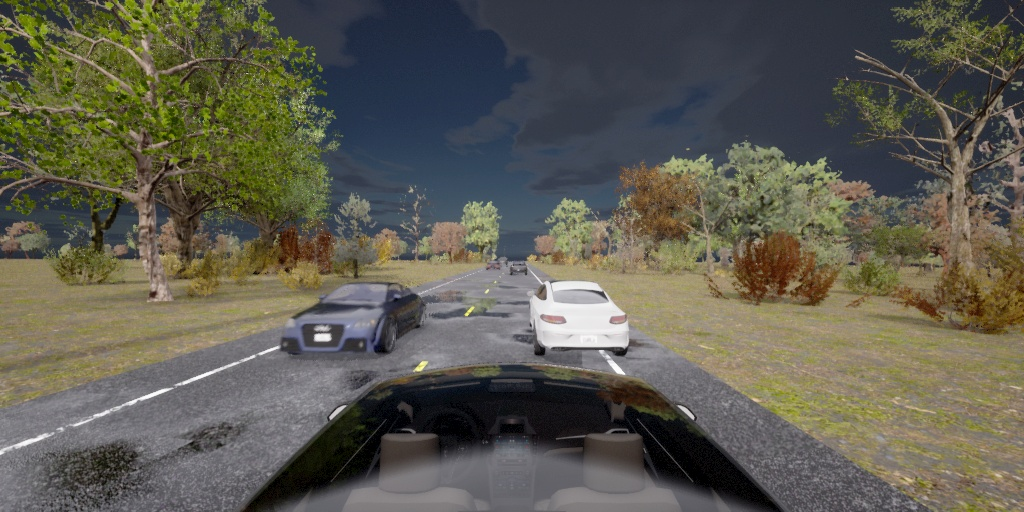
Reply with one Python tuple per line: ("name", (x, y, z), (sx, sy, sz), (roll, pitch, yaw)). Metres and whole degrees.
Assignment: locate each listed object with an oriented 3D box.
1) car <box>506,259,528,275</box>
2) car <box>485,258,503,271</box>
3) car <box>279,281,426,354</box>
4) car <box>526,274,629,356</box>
("car", (0.768, 1.293, 40.163), (2.128, 1.511, 4.902), (0, 0, 1))
("car", (-2.705, 1.404, 52.331), (1.994, 1.385, 4.181), (0, 0, 1))
("car", (-3.455, 1.314, 8.597), (1.994, 1.385, 4.181), (0, 0, 1))
("car", (1.369, 1.276, 8.510), (1.812, 1.442, 4.674), (0, 0, 1))
